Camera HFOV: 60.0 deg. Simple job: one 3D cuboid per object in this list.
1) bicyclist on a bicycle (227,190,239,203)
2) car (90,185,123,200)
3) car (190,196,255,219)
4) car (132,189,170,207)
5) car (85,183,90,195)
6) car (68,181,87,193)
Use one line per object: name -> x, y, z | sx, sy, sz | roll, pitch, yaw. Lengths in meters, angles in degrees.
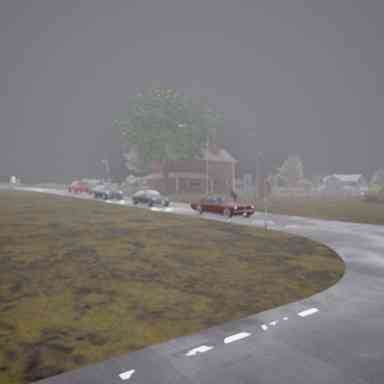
bicyclist on a bicycle -> 3.662, 0.605, 29.982 | 1.656, 1.620, 0.582 | 0, 2, -36
car -> -9.685, -0.024, 38.347 | 2.097, 1.767, 4.553 | 0, 2, -36
car -> 1.959, 0.956, 22.082 | 1.895, 1.301, 4.718 | 0, 2, -36
car -> -3.832, 0.513, 30.170 | 1.812, 1.442, 4.674 | 0, 2, -36
car -> -13.617, -0.237, 48.810 | 1.812, 1.442, 4.674 | 0, 2, -35
car -> -19.308, -0.868, 56.656 | 2.150, 2.045, 5.566 | 0, 2, -36
